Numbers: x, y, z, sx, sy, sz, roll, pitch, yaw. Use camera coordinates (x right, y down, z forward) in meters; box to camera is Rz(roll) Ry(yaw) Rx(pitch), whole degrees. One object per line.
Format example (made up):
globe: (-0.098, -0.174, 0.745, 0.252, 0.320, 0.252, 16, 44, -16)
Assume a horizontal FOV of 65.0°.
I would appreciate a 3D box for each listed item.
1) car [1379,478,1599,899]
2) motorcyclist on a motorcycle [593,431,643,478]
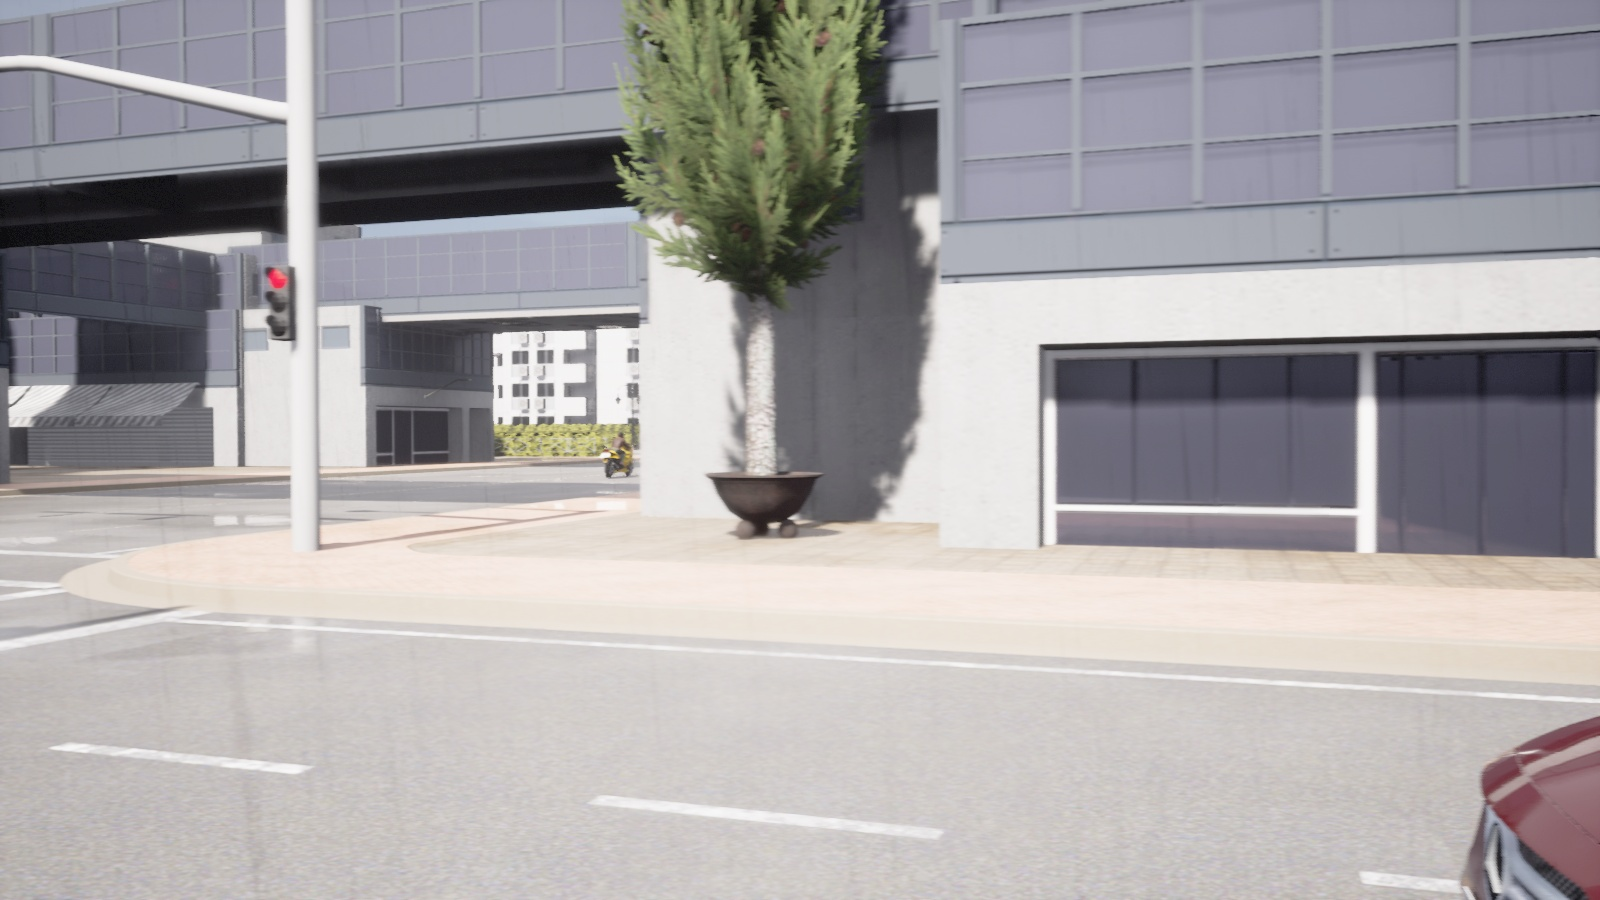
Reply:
car: (3.586, 0.834, 1.986, 4.674, 1.442, 1.812, 1, 1, 19)
motorcyclist on a motorcycle: (-6.032, 0.117, 41.778, 0.797, 1.523, 2.044, 1, 1, 19)
